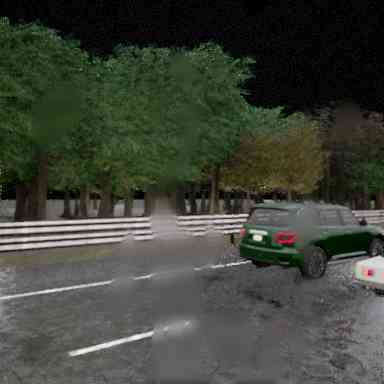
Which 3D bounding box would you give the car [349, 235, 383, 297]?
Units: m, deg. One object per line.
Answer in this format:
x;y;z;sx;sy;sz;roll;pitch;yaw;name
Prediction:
5.913;1.735;7.697;4.718;1.301;1.895;1;-1;-34;car

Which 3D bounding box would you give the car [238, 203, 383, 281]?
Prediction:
3.996;1.385;10.646;5.566;2.045;2.150;1;-1;-35;car
